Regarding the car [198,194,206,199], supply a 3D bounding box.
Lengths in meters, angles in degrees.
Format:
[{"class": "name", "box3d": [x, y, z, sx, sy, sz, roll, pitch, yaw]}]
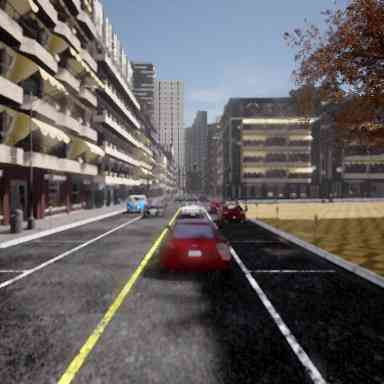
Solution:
[{"class": "car", "box3d": [2.683, 1.221, 83.358, 1.967, 1.590, 4.097, -1, 0, 0]}]

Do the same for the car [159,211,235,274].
[{"class": "car", "box3d": [0.080, 1.529, 10.494, 1.994, 1.385, 4.181, 0, 0, 0]}]

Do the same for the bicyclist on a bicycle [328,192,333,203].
[{"class": "bicyclist on a bicycle", "box3d": [20.246, 0.875, 48.679, 0.582, 1.620, 1.656, -1, 0, -1]}]

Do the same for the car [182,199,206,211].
[{"class": "car", "box3d": [0.091, 1.510, 28.962, 1.895, 1.301, 4.718, 0, 0, 0]}]

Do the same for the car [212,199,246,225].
[{"class": "car", "box3d": [2.684, 1.470, 23.307, 1.887, 1.381, 4.507, 0, 0, 0]}]

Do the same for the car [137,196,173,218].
[{"class": "car", "box3d": [-3.092, 1.401, 28.905, 2.128, 1.511, 4.902, 0, 0, 0]}]

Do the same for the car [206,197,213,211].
[{"class": "car", "box3d": [2.684, 1.439, 34.359, 1.887, 1.381, 4.507, 0, 0, 0]}]

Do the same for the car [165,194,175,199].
[{"class": "car", "box3d": [-5.695, 1.343, 77.836, 2.008, 1.369, 4.403, -1, 0, 0]}]

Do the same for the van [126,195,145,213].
[{"class": "van", "box3d": [-5.698, 1.236, 34.359, 1.690, 1.788, 3.998, 0, 0, 0]}]

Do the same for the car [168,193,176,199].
[{"class": "car", "box3d": [-5.697, 1.201, 94.419, 1.967, 1.590, 4.097, -1, 0, 0]}]
